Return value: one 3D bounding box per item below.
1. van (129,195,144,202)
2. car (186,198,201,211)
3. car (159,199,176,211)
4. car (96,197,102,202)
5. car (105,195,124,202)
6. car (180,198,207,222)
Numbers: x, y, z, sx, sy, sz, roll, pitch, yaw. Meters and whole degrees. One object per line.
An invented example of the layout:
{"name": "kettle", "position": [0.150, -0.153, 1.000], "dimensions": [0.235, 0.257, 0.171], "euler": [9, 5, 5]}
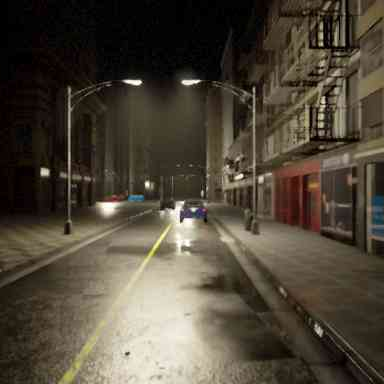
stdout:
{"name": "van", "position": [-14.638, 1.765, 87.376], "dimensions": [3.998, 1.788, 1.690], "euler": [0, 0, -1]}
{"name": "car", "position": [0.144, 1.590, 44.538], "dimensions": [1.882, 1.535, 5.008], "euler": [0, 0, 0]}
{"name": "car", "position": [-3.053, 1.648, 42.541], "dimensions": [2.033, 1.411, 5.357], "euler": [0, 0, 0]}
{"name": "car", "position": [-25.919, 1.985, 87.214], "dimensions": [4.313, 1.339, 1.947], "euler": [0, 0, -1]}
{"name": "car", "position": [-20.279, 1.737, 87.296], "dimensions": [5.009, 1.841, 2.192], "euler": [0, 0, -1]}
{"name": "car", "position": [0.125, 1.378, 26.636], "dimensions": [2.097, 1.767, 4.553], "euler": [0, 0, 0]}
